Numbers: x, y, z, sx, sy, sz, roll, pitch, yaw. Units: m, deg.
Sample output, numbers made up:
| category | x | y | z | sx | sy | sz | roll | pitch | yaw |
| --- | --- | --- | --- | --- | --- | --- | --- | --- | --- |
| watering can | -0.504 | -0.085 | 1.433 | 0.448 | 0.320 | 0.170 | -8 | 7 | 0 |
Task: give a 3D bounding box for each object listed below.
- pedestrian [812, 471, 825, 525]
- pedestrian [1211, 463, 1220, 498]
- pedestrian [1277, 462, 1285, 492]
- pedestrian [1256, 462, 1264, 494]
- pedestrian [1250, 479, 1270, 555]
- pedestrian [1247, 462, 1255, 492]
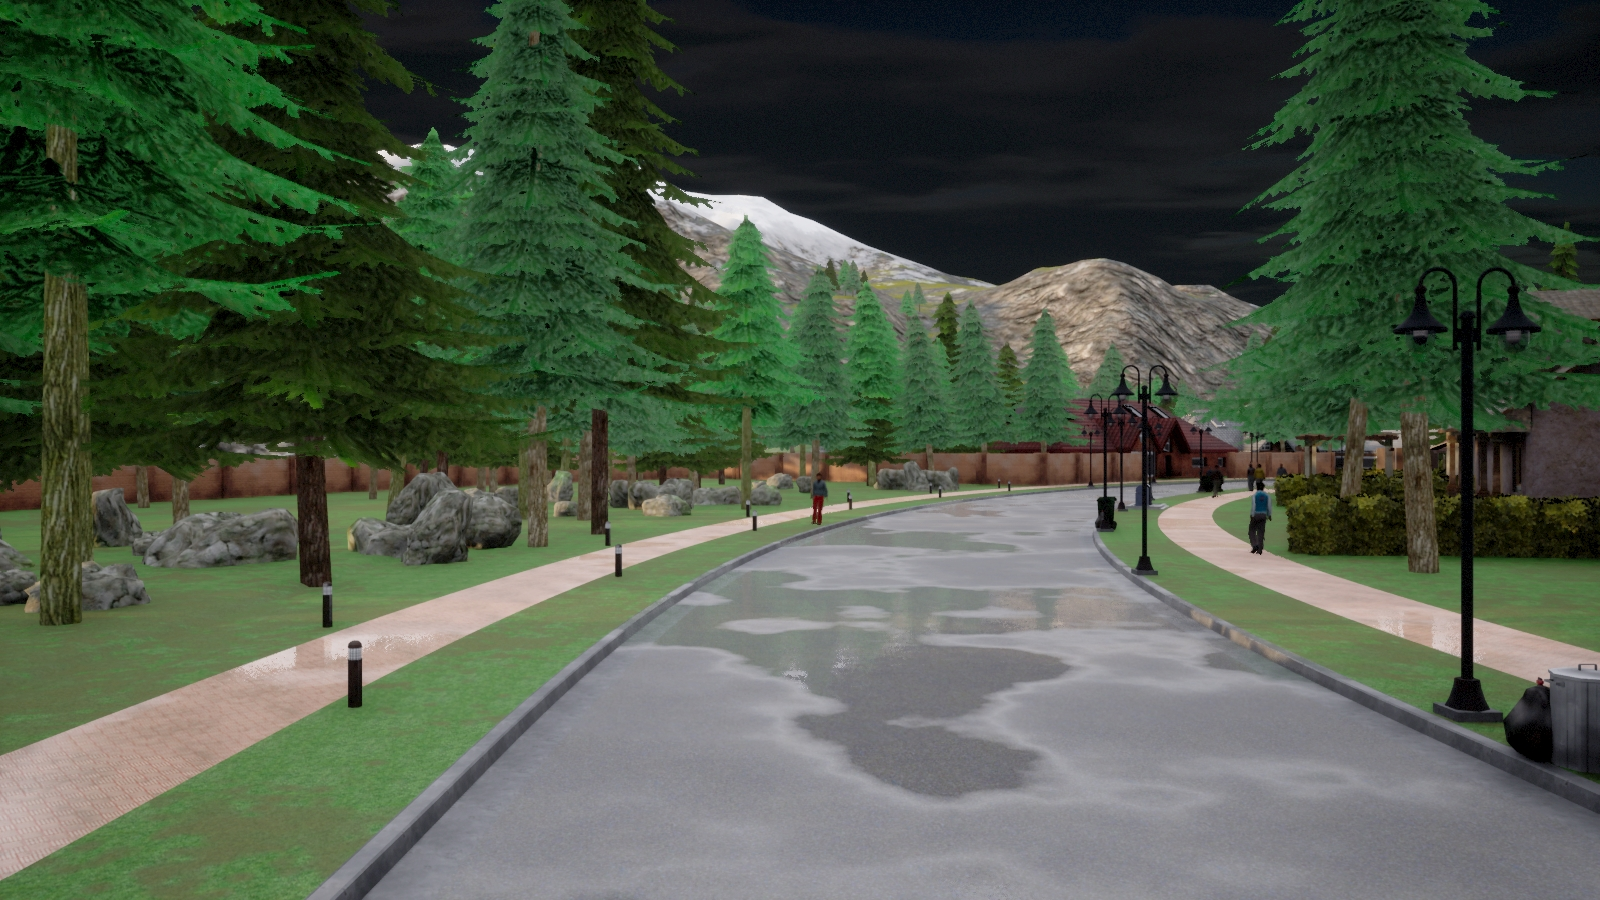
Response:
| category | x | y | z | sx | sy | sz | roll | pitch | yaw |
| --- | --- | --- | --- | --- | --- | --- | --- | --- | --- |
| pedestrian | 0.656 | 1.665 | 39.592 | 0.375 | 1.860 | 0.375 | 0 | 0 | 15 |
| pedestrian | 22.646 | 1.663 | 62.225 | 0.375 | 1.860 | 0.375 | 0 | 0 | 33 |
| pedestrian | 30.044 | 1.663 | 71.355 | 0.375 | 1.860 | 0.375 | 0 | 0 | 36 |
| pedestrian | 27.292 | 1.662 | 67.750 | 0.375 | 1.860 | 0.375 | 0 | 0 | 32 |
| pedestrian | 11.488 | 1.664 | 28.520 | 0.375 | 1.860 | 0.375 | 0 | 0 | 6 |
| pedestrian | 27.871 | 1.663 | 70.592 | 0.375 | 1.860 | 0.375 | 0 | 0 | 33 |
